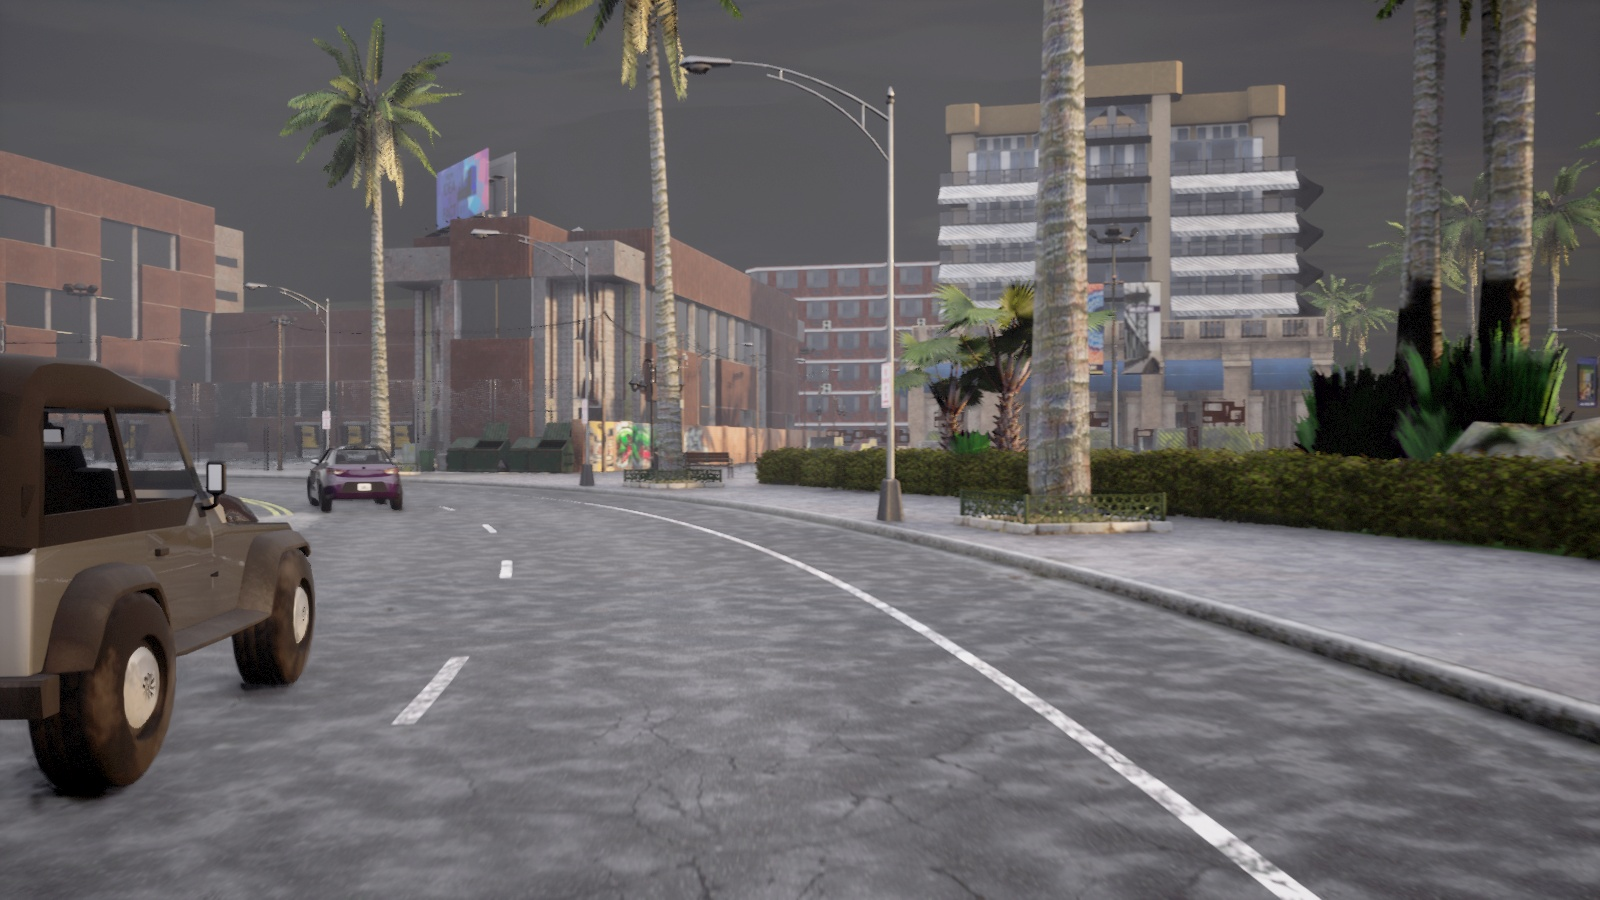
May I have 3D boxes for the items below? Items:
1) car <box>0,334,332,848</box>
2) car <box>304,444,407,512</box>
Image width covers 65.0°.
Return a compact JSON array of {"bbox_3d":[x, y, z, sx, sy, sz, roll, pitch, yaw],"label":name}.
[{"bbox_3d":[-3.913,0.505,6.435,1.905,1.878,3.866,0,0,-6],"label":"car"},{"bbox_3d":[-10.470,0.590,29.402,1.816,1.474,4.193,0,0,-26],"label":"car"}]
